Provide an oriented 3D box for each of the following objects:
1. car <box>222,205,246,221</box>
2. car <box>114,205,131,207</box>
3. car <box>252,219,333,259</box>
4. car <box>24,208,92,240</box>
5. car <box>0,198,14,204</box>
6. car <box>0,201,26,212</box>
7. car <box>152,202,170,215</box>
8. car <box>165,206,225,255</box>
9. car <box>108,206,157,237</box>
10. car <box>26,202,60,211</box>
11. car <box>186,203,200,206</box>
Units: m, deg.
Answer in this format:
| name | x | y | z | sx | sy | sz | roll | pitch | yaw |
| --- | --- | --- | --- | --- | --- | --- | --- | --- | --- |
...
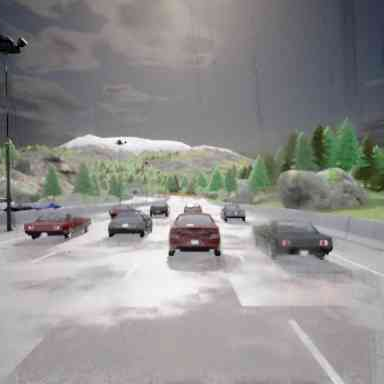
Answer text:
| name | x | y | z | sx | sy | sz | roll | pitch | yaw |
| --- | --- | --- | --- | --- | --- | --- | --- | --- | --- |
| car | 3.592 | 1.828 | 29.705 | 2.033 | 1.411 | 5.357 | 0 | -1 | 0 |
| car | -6.909 | 1.945 | 33.623 | 1.895 | 1.301 | 4.718 | 0 | -1 | 0 |
| car | 3.595 | 1.680 | 12.870 | 1.895 | 1.301 | 4.718 | 0 | -1 | 0 |
| car | -6.906 | 1.727 | 17.786 | 1.895 | 1.301 | 4.718 | 0 | -1 | 0 |
| car | -24.592 | 1.726 | 42.221 | 2.150 | 2.045 | 5.566 | 0 | -1 | 0 |
| car | -21.098 | 2.083 | 41.103 | 1.895 | 1.301 | 4.718 | 0 | -1 | 0 |
| car | -3.410 | 1.863 | 35.993 | 1.882 | 1.535 | 5.008 | 0 | -1 | 0 |
| car | 0.095 | 1.563 | 13.642 | 1.882 | 1.535 | 5.008 | 0 | -1 | 0 |
| car | -3.406 | 1.703 | 18.992 | 1.994 | 1.385 | 4.181 | 0 | -1 | 0 |
| car | -17.597 | 1.940 | 40.141 | 1.882 | 1.535 | 5.008 | 0 | -1 | 0 |
| car | 0.090 | 1.854 | 34.694 | 2.128 | 1.511 | 4.902 | 0 | -1 | 0 |
